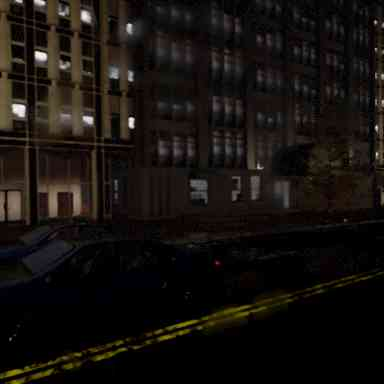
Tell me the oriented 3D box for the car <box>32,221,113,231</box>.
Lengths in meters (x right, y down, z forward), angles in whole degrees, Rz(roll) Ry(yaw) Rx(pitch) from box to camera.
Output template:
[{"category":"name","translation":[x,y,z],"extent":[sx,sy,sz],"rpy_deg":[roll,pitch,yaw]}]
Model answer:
[{"category":"car","translation":[-3.412,1.541,9.206],"extent":[5.357,1.411,2.033],"rpy_deg":[0,0,-35]}]

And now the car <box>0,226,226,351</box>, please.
[{"category":"car","translation":[-1.848,1.542,6.331],"extent":[5.357,1.411,2.033],"rpy_deg":[0,0,-35]}]
